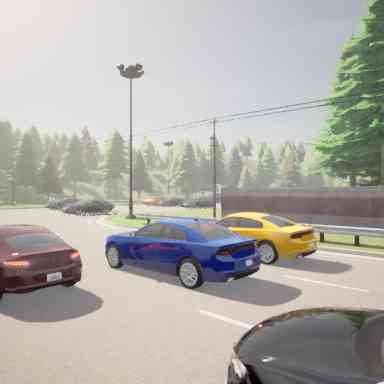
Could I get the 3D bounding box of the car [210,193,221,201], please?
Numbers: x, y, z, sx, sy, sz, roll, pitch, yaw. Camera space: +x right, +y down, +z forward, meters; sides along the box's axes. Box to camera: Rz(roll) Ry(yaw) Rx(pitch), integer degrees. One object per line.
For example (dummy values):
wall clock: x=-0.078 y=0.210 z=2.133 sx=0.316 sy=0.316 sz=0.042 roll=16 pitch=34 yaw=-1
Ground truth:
car: x=4.832 y=1.224 z=69.257 sx=2.150 sy=2.045 sz=5.566 roll=0 pitch=0 yaw=43

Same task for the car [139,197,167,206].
car: x=-6.656 y=1.528 z=56.925 sx=1.812 sy=1.442 sz=4.674 roll=0 pitch=0 yaw=43

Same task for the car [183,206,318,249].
car: x=1.855 y=1.478 z=11.918 sx=5.008 sy=1.535 sz=1.882 roll=0 pitch=0 yaw=43

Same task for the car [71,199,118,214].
car: x=-10.774 y=1.527 z=36.960 sx=1.812 sy=1.442 sz=4.674 roll=0 pitch=0 yaw=43

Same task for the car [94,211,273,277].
car: x=-0.505 y=1.478 z=9.333 sx=5.008 sy=1.535 sz=1.882 roll=0 pitch=0 yaw=43

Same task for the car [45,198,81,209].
car: x=-17.480 y=1.567 z=45.176 sx=1.994 sy=1.385 sz=4.181 roll=0 pitch=0 yaw=43

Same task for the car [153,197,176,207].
car: x=-2.983 y=1.492 z=50.589 sx=2.128 sy=1.511 sz=4.902 roll=0 pitch=0 yaw=43

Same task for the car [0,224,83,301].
car: x=-4.445 y=1.526 z=8.196 sx=4.674 sy=1.442 sz=1.812 roll=0 pitch=0 yaw=42

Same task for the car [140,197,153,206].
car: x=-5.289 y=1.480 z=53.250 sx=1.882 sy=1.535 sz=5.008 roll=0 pitch=0 yaw=43

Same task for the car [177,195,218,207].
car: x=0.808 y=1.494 z=44.369 sx=2.128 sy=1.511 sz=4.902 roll=0 pitch=0 yaw=43

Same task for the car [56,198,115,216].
car: x=-10.142 y=1.494 z=32.477 sx=2.128 sy=1.511 sz=4.902 roll=0 pitch=0 yaw=43

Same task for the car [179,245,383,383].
car: x=2.425 y=1.492 z=1.979 sx=4.902 sy=1.511 sz=2.128 roll=0 pitch=0 yaw=42

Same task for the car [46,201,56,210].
car: x=-15.811 y=1.496 z=41.822 sx=2.128 sy=1.511 sz=4.902 roll=0 pitch=0 yaw=43

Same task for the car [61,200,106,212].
car: x=-12.925 y=1.603 z=39.789 sx=1.895 sy=1.301 sz=4.718 roll=0 pitch=0 yaw=43
